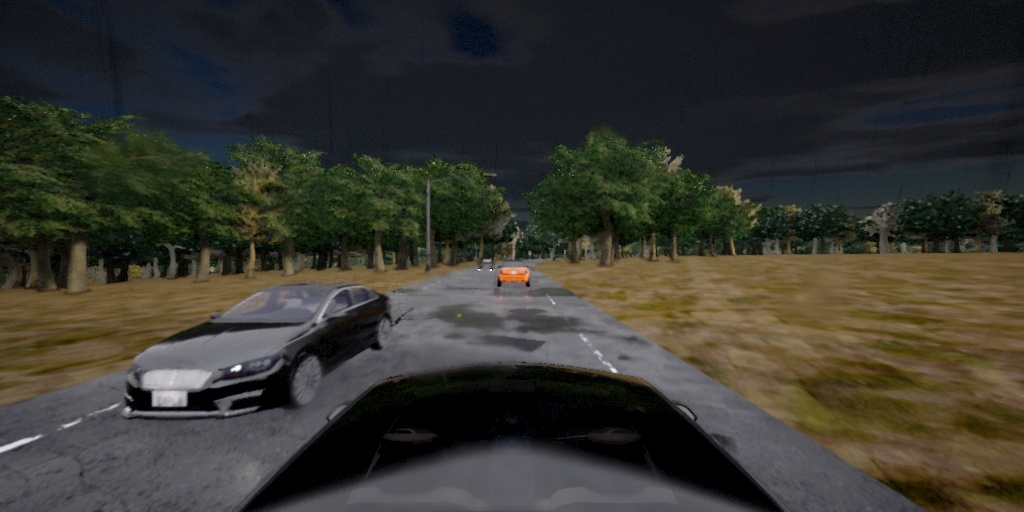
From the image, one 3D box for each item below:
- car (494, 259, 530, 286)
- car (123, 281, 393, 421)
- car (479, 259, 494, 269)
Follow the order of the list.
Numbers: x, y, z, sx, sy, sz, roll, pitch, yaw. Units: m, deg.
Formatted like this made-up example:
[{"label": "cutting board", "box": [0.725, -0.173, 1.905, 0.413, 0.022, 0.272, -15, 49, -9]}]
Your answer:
[{"label": "car", "box": [0.102, 1.034, 24.601, 2.097, 1.767, 4.553, 0, 0, 0]}, {"label": "car", "box": [-3.598, 1.236, 6.222, 2.128, 1.511, 4.902, 0, 0, 0]}, {"label": "car", "box": [-3.424, 1.115, 49.817, 1.812, 1.442, 4.674, 0, 0, 1]}]
